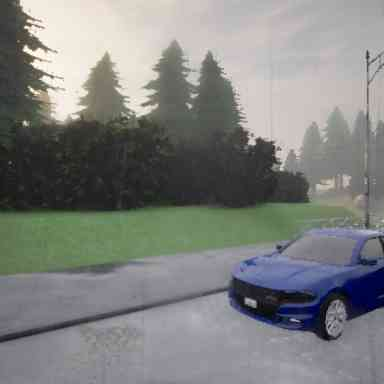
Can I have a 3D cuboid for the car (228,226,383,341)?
[{"bbox_3d":[2.959,1.488,6.714,5.008,1.535,1.882,0,0,-35],"label":"car"}]
